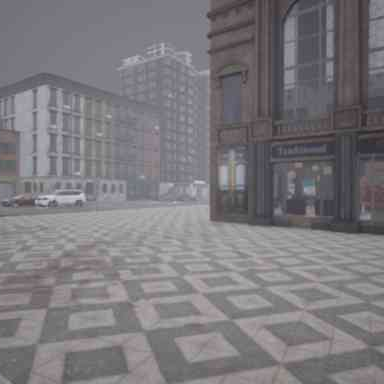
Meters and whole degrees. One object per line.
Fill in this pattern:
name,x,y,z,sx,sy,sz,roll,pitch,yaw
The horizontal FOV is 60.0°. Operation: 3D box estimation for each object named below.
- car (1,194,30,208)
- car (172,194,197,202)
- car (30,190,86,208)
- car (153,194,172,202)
car,-18.951,0.989,37.758,1.882,1.535,5.008,0,0,36
car,-0.919,1.043,57.203,1.994,1.385,4.181,0,0,36
car,-14.846,0.744,37.904,2.150,2.045,5.566,0,0,36
car,-4.863,1.031,57.326,1.994,1.385,4.181,0,0,36
